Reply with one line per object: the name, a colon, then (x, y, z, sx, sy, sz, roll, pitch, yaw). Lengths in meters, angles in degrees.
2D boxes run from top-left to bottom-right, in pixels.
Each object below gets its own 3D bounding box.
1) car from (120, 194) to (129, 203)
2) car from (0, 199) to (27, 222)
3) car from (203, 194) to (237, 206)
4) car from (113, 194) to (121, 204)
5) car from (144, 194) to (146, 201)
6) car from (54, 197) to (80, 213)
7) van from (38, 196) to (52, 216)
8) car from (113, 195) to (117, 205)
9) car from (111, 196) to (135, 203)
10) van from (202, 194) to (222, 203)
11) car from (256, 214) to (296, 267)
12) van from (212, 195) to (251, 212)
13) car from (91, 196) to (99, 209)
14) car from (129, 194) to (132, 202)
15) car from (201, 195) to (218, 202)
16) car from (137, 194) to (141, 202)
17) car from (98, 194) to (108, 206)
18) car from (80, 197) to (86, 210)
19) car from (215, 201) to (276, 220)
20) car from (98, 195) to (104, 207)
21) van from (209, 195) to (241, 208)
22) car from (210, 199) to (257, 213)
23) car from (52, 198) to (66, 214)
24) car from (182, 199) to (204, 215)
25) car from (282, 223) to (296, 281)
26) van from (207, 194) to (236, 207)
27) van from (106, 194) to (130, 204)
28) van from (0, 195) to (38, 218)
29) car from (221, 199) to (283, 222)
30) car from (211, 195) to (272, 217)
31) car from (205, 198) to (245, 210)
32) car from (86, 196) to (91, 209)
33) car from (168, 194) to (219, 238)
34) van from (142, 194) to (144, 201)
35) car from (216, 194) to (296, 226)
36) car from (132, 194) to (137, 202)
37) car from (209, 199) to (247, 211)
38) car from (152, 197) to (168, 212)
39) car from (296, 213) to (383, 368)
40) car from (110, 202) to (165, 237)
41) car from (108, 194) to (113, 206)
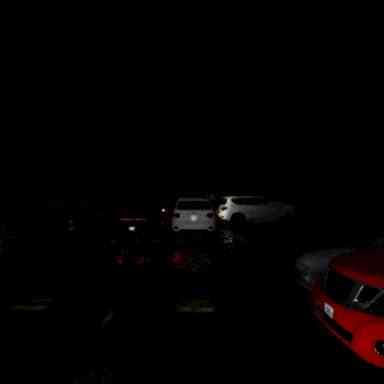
car: (-15.527, 1.366, 63.896, 5.566, 2.045, 2.435, 0, 0, 0)
car: (-15.582, 1.524, 24.986, 4.892, 1.521, 2.231, 0, 0, 0)
car: (4.673, 1.361, 56.895, 5.566, 2.045, 2.435, 0, 0, 0)
car: (-15.554, 1.596, 58.336, 4.892, 1.521, 2.231, 0, 0, 0)
car: (-15.562, 1.529, 88.906, 5.566, 2.045, 2.435, 0, 0, 0)
car: (-15.393, 1.540, 36.104, 5.366, 1.575, 1.946, 0, 0, 0)
van: (-15.700, 1.308, 30.545, 4.442, 1.987, 1.878, 0, 0, 0)
car: (-15.559, 1.624, 55.558, 4.674, 1.452, 2.002, 0, 0, 0)
car: (-15.539, 1.680, 75.010, 4.892, 1.521, 2.231, 0, 0, 0)
van: (4.528, 1.473, 76.071, 4.442, 1.987, 1.878, 0, 0, 0)
car: (4.612, 1.550, 10.014, 4.792, 1.488, 2.163, 0, 0, 0)
van: (4.760, 1.352, 40.351, 4.442, 1.987, 1.878, 0, 0, 0)
car: (-15.567, 1.556, 44.443, 5.008, 1.535, 2.097, 0, 0, 0)
car: (-15.367, 1.629, 66.673, 5.366, 1.575, 1.946, 0, 0, 0)
car: (4.615, 1.669, 89.979, 4.553, 1.767, 2.185, 0, 0, 0)
car: (-15.538, 1.755, 80.442, 4.674, 1.452, 2.002, 0, 0, 0)
car: (-15.536, 1.442, 49.998, 4.553, 1.767, 2.185, 0, 0, 0)
car: (-15.571, 1.547, 38.883, 5.008, 1.535, 2.097, 0, 0, 0)
car: (4.637, 1.566, 29.195, 5.008, 1.535, 2.097, 0, 0, 0)
car: (-15.575, 1.563, 47.220, 4.892, 1.521, 2.231, 0, 0, 0)
van: (4.761, 1.364, 48.624, 4.442, 1.987, 1.878, 0, 0, 0)
car: (4.648, 1.575, 37.593, 5.008, 1.535, 2.097, 0, 0, 0)
car: (-15.583, 1.578, 33.324, 4.674, 1.452, 2.002, 0, 0, 0)
car: (0.103, 1.585, 35.734, 2.128, 1.511, 4.902, 0, 0, 0)
car: (4.643, 1.550, 7.256, 4.674, 1.452, 2.002, 0, 0, 0)
van: (4.761, 1.378, 54.137, 4.442, 1.987, 1.878, 0, 0, 0)
van: (-15.434, 1.420, 69.453, 4.442, 1.987, 1.878, 0, 0, 0)
van: (-15.703, 1.303, 27.766, 4.442, 1.987, 1.878, 0, 0, 0)
car: (4.673, 1.436, 26.438, 4.553, 1.767, 2.185, 0, 0, 0)
car: (4.671, 1.318, 32.078, 5.566, 2.045, 2.435, 0, 0, 0)
car: (4.458, 1.583, 45.865, 5.366, 1.575, 1.946, 0, 0, 0)
car: (-15.605, 1.425, 41.662, 4.553, 1.767, 2.185, 0, 0, 0)
car: (0.104, 1.286, 18.191, 2.150, 2.045, 5.566, 0, 0, 1)
van: (-15.419, 1.531, 86.126, 4.442, 1.987, 1.878, 0, 0, 0)
car: (4.670, 1.306, 23.803, 5.566, 2.045, 2.435, 0, 0, 0)
car: (-15.519, 1.410, 72.231, 5.566, 2.045, 2.435, 0, 0, 0)
car: (4.641, 1.622, 43.108, 4.674, 1.452, 2.002, 0, 0, 0)
car: (-2.898, 1.599, 36.143, 1.837, 1.490, 4.892, 0, 0, 0)
car: (4.612, 1.248, 4.499, 5.566, 2.045, 2.435, 0, 0, 0)
car: (-2.899, 1.557, 18.479, 2.128, 1.511, 4.902, 0, 0, 0)
car: (-15.533, 1.450, 52.779, 4.553, 1.767, 2.185, 0, 0, 0)
